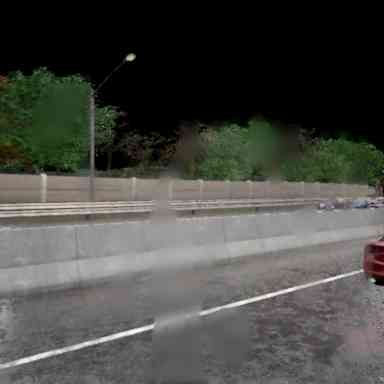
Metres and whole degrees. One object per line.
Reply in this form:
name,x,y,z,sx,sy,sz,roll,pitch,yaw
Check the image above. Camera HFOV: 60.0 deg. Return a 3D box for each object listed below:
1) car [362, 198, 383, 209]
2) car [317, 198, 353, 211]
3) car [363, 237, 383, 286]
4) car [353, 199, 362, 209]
car,20.532,1.547,35.626,4.181,1.385,1.994,0,0,-35
car,17.358,1.474,41.077,4.902,1.511,2.128,0,0,-38
car,6.179,1.471,8.134,5.008,1.535,1.882,0,0,-35
car,20.433,1.509,39.821,4.674,1.442,1.812,0,0,-35
